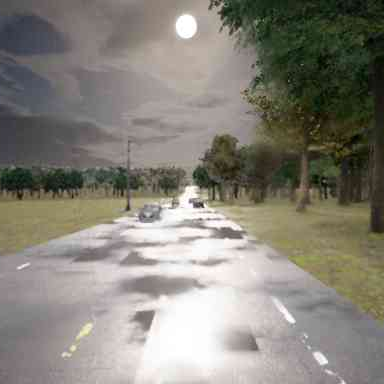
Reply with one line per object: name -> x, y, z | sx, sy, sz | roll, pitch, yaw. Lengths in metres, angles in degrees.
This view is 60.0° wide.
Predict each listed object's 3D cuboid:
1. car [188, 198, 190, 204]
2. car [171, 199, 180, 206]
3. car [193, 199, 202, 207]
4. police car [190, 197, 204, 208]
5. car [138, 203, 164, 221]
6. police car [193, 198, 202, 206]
car -> 0.050, 2.323, 91.454 | 2.097, 1.767, 4.553 | 0, -1, 0
car -> -3.461, 2.177, 70.684 | 1.837, 1.490, 4.892 | 0, -1, 0
car -> 1.087, 2.115, 67.420 | 1.882, 1.535, 5.008 | 0, -1, 0
police car -> 1.082, 1.938, 57.530 | 1.930, 1.638, 5.238 | 0, -1, 0
car -> -3.580, 1.703, 29.534 | 2.128, 1.511, 4.902 | 0, -1, 0
police car -> 1.091, 2.146, 73.531 | 1.930, 1.638, 5.238 | 0, -1, 0
